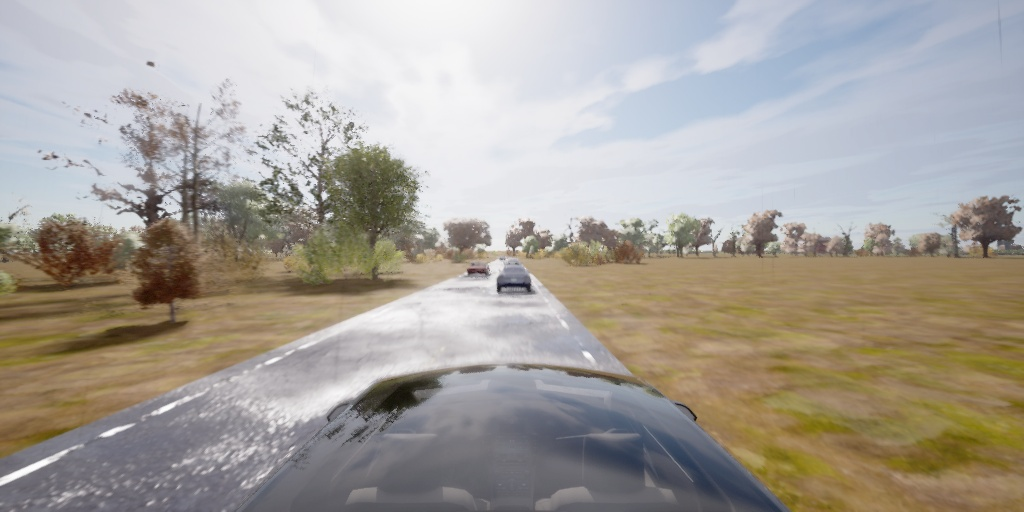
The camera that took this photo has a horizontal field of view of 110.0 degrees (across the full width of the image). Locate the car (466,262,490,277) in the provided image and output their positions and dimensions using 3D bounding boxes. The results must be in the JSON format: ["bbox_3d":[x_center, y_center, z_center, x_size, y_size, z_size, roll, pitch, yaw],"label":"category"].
[{"bbox_3d":[-3.080,1.184,33.340,1.895,1.301,4.718,0,0,0],"label":"car"}]

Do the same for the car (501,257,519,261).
[{"bbox_3d":[0.099,1.057,38.753,1.837,1.490,4.892,0,0,0],"label":"car"}]

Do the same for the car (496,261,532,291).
[{"bbox_3d":[0.100,1.216,21.031,1.994,1.385,4.181,0,0,0],"label":"car"}]
